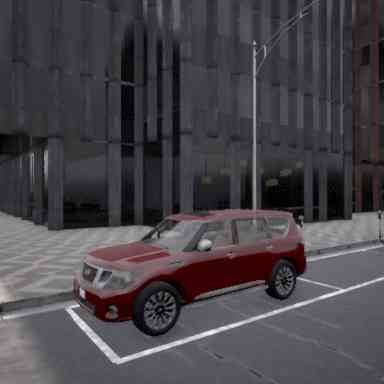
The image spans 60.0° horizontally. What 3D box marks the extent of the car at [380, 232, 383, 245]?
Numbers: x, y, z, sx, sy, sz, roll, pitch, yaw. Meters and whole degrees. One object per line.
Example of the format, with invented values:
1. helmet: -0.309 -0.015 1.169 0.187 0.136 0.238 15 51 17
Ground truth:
1. car: 9.308 1.525 13.289 4.829 1.417 1.752 0 0 -35

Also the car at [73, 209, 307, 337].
1. car: 0.269 1.315 6.842 5.009 1.841 2.192 0 0 -36
